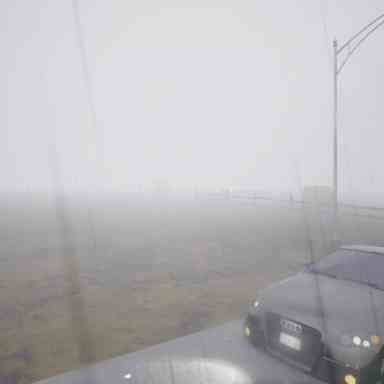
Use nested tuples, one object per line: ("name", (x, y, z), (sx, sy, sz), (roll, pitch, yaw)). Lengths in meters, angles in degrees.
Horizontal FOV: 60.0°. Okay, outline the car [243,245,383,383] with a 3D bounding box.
("car", (2.769, 1.561, 5.054), (4.181, 1.385, 1.994), (0, 0, -36))
